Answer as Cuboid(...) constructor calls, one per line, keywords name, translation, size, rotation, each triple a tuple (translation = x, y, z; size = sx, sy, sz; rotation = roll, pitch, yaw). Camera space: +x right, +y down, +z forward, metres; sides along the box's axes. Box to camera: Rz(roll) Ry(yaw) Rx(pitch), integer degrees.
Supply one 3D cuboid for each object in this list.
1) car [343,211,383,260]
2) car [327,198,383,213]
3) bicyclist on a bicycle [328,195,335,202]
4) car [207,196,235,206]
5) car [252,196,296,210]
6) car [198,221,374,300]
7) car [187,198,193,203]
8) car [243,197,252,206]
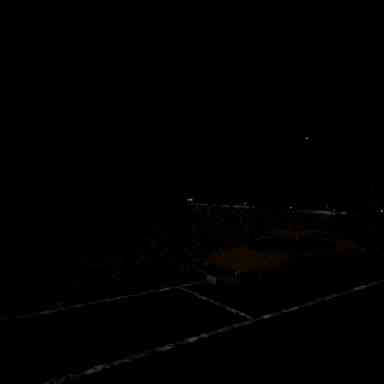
Cuboid(name="car", translation=(7.156, 1.547, 11.673), size=(4.507, 1.381, 1.887), rotation=(0, 1, -35))
Cuboid(name="car", translation=(14.732, 1.342, 30.238), size=(2.128, 1.511, 4.902), rotation=(1, 0, -34))
Cuboid(name="bicyclist on a bicycle", translation=(16.341, 1.158, 38.933), size=(1.656, 1.620, 0.582), rotation=(0, 0, -34))
Cuboid(name="car", translation=(3.963, 1.241, 45.981), size=(1.994, 1.385, 4.181), rotation=(1, 0, -34))
Cuboid(name="car", translation=(9.471, 1.367, 37.920), size=(1.895, 1.301, 4.718), rotation=(1, 0, -34))
Cuboid(name="car", translation=(2.395, 1.526, 8.370), size=(4.829, 1.417, 1.752), rotation=(0, 1, -35))
Cuboid(name="car", translation=(-1.770, 1.184, 54.404), size=(1.895, 1.301, 4.718), rotation=(1, 0, -34))
Cuboid(name="car", translation=(8.884, 1.236, 44.438), size=(2.128, 1.511, 4.902), rotation=(1, 0, -34))
